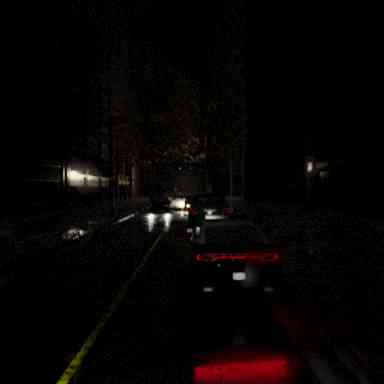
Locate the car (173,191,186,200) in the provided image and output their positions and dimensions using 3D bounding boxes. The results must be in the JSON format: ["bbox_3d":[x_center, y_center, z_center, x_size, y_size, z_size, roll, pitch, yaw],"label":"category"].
[{"bbox_3d":[-3.130,0.742,74.914,2.150,2.045,5.566,0,0,0],"label":"car"}]

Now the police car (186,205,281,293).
[{"bbox_3d":[0.886,1.361,8.837,1.930,1.638,5.238,0,0,0],"label":"police car"}]

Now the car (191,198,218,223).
[{"bbox_3d":[0.857,1.282,24.917,1.801,1.575,5.366,0,0,0],"label":"car"}]

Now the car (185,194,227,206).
[{"bbox_3d":[0.868,1.092,18.756,2.150,2.045,5.566,0,0,0],"label":"car"}]

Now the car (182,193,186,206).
[{"bbox_3d":[-0.068,1.217,46.071,1.812,1.442,4.674,0,0,0],"label":"car"}]

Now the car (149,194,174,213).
[{"bbox_3d":[-3.157,1.246,33.792,1.882,1.535,5.008,0,0,0],"label":"car"}]

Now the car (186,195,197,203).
[{"bbox_3d":[-0.105,1.209,60.138,1.895,1.301,4.718,0,0,0],"label":"car"}]
